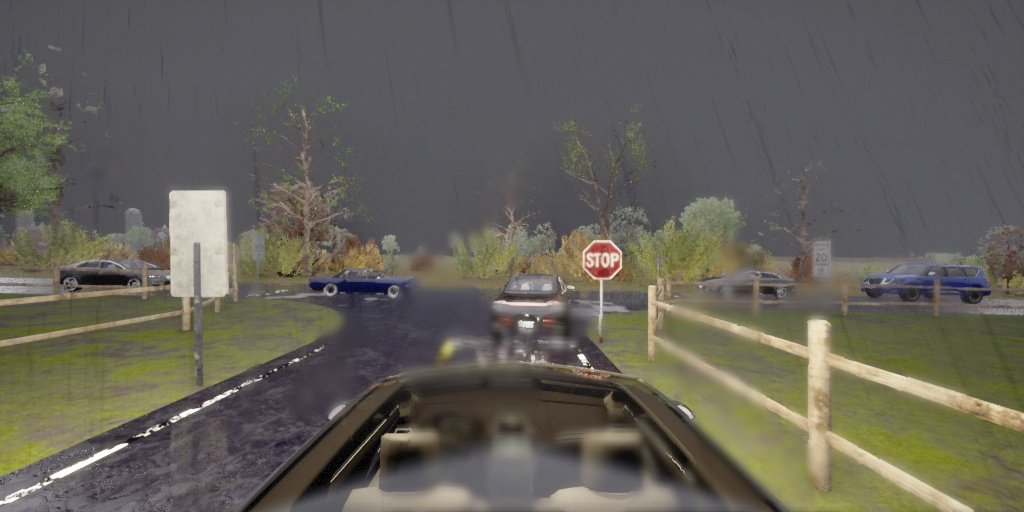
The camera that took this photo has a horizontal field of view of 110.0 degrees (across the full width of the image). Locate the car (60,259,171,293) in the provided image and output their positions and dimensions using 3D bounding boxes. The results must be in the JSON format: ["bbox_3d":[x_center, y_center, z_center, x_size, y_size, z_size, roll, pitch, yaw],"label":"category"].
[{"bbox_3d":[-18.487,0.884,17.044,4.902,1.511,2.128,1,1,0],"label":"car"}]

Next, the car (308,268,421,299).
[{"bbox_3d":[-6.819,1.247,17.026,4.718,1.301,1.895,1,1,0],"label":"car"}]

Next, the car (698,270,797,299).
[{"bbox_3d":[13.007,1.523,19.950,4.902,1.511,2.128,1,1,0],"label":"car"}]

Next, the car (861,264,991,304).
[{"bbox_3d":[22.903,1.464,19.937,5.566,2.045,2.150,1,1,0],"label":"car"}]

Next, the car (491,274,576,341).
[{"bbox_3d":[0.708,1.239,9.993,2.128,1.511,4.902,0,0,9],"label":"car"}]
